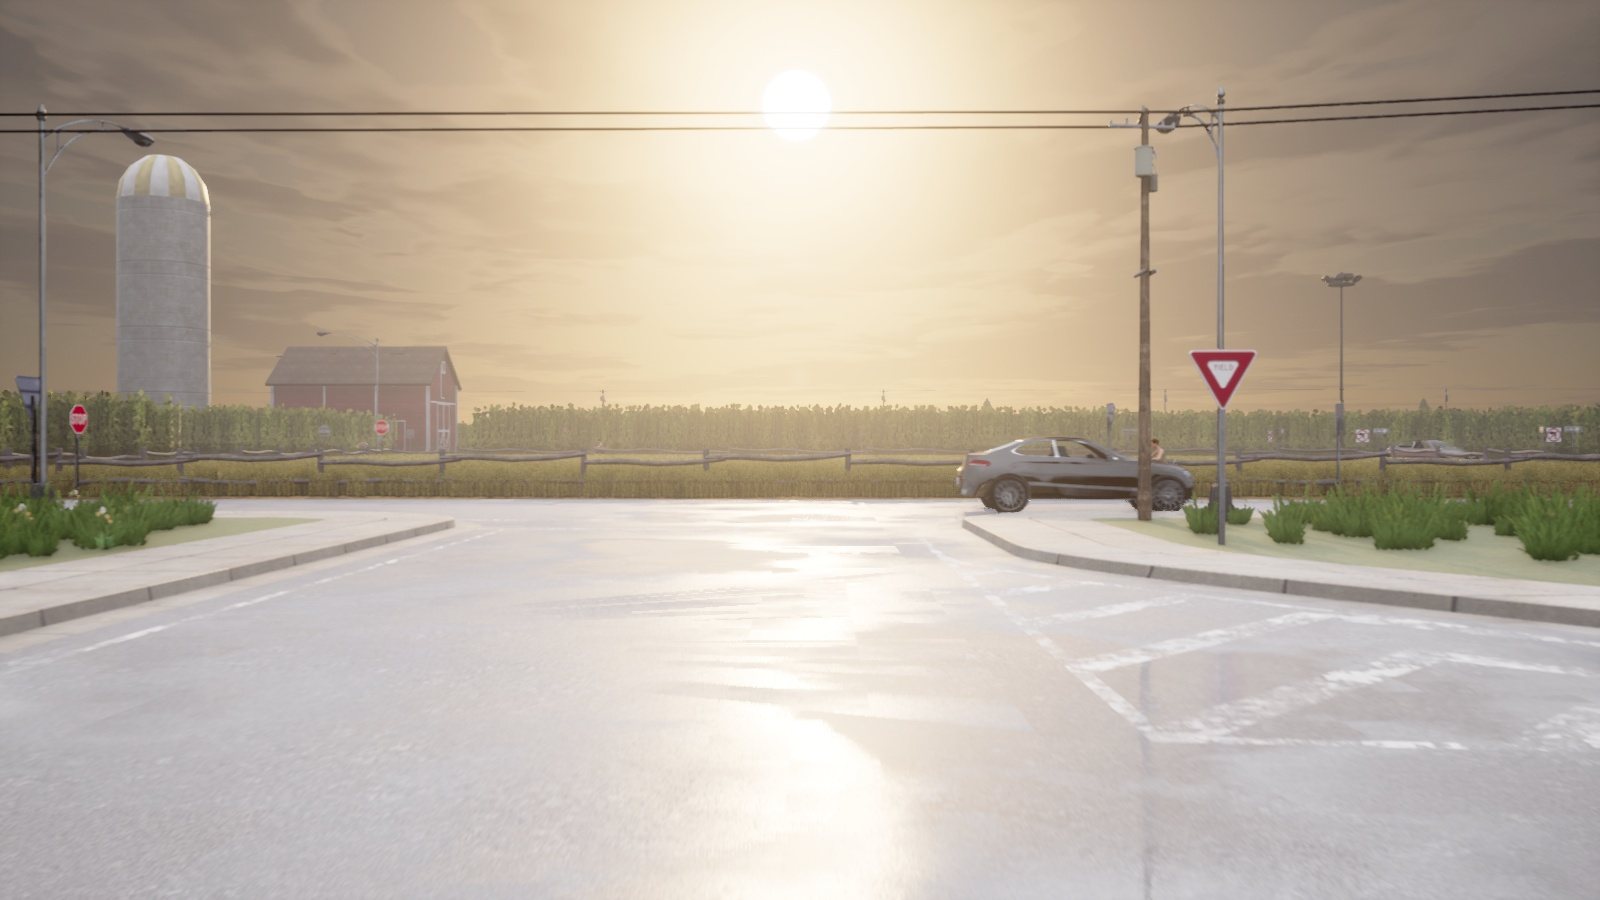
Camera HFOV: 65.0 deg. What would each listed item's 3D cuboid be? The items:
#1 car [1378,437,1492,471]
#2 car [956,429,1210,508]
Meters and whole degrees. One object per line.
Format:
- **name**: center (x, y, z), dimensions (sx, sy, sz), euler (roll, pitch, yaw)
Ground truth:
- **car**: center (32.195, 0.191, 63.864), dimensions (2.152, 1.651, 5.027), euler (0, 0, -21)
- **car**: center (5.996, 0.377, 27.130), dimensions (5.027, 1.651, 2.152), euler (0, 0, 1)
